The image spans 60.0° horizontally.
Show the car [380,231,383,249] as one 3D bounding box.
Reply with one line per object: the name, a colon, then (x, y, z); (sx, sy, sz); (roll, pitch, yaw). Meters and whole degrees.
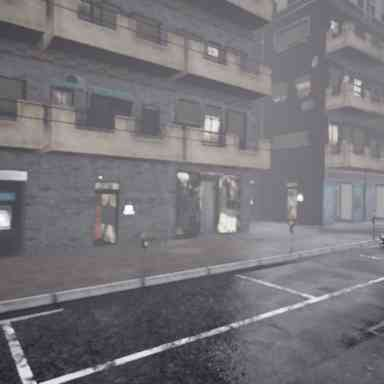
car: (8.992, 1.558, 12.914); (4.403, 1.369, 2.008); (0, 1, -35)
